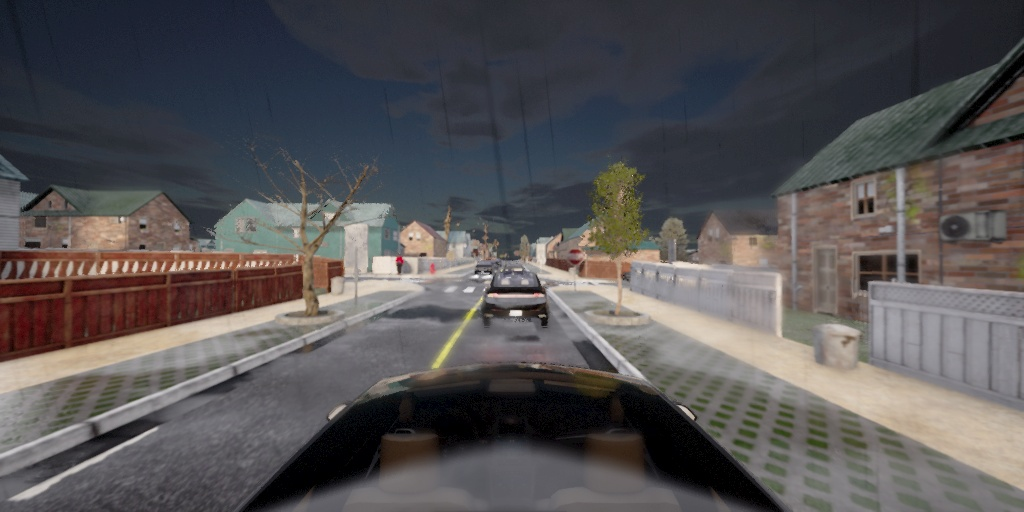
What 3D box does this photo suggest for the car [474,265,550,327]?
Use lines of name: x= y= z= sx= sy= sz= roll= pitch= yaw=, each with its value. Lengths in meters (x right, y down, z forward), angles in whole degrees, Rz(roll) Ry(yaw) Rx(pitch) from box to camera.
car: x=0.103 y=1.206 z=11.363 sx=2.128 sy=1.511 sz=4.902 roll=0 pitch=0 yaw=0

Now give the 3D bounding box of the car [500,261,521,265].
car: x=0.124 y=1.252 z=34.307 sx=1.895 sy=1.301 sz=4.718 roll=0 pitch=0 yaw=0

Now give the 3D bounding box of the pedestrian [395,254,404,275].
pedestrian: x=-9.614 y=0.676 z=30.643 sx=0.375 sy=1.860 sz=0.375 roll=0 pitch=-2 yaw=0

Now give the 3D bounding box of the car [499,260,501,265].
car: x=-2.811 y=1.188 z=48.299 sx=1.994 sy=1.385 sz=4.181 roll=0 pitch=0 yaw=1

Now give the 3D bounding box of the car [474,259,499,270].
car: x=-2.852 y=1.188 z=38.273 sx=2.033 sy=1.411 sz=5.357 roll=0 pitch=0 yaw=1

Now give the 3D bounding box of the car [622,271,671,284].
car: x=11.021 y=1.468 z=27.750 sx=4.892 sy=1.490 sz=1.837 roll=1 pitch=-1 yaw=1
